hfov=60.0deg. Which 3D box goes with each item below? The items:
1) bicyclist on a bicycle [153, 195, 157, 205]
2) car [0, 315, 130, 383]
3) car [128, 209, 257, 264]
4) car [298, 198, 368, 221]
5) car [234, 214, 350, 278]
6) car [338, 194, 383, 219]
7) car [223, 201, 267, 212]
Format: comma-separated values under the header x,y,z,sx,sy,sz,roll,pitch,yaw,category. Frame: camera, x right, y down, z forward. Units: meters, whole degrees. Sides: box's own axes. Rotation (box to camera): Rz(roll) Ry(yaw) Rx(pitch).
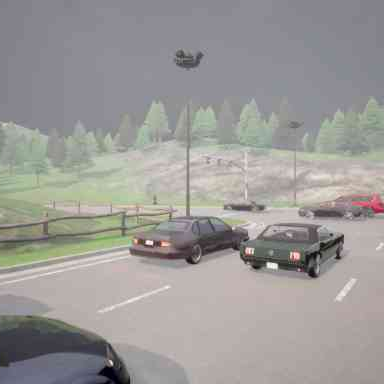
x,y,z,sx,sy,sz,roll,pitch,yaw,category
-5.785,1.296,51.925,0.582,1.620,1.656,0,0,14,bicyclist on a bicycle
-2.365,1.564,2.044,1.994,1.385,4.181,0,0,35,car
0.176,1.546,11.906,2.033,1.411,5.357,0,0,35,car
11.225,1.488,27.022,4.902,1.511,2.128,0,0,24,car
3.344,1.600,10.326,1.895,1.301,4.718,0,0,35,car
14.007,1.218,29.652,5.566,2.045,2.150,0,0,24,car
5.829,1.597,36.766,4.718,1.301,1.895,0,0,21,car
